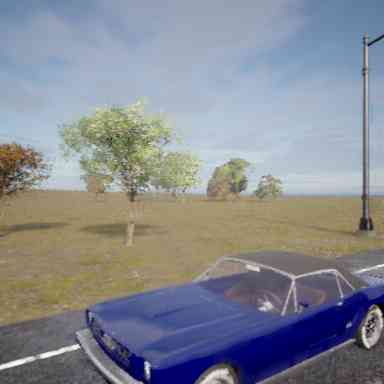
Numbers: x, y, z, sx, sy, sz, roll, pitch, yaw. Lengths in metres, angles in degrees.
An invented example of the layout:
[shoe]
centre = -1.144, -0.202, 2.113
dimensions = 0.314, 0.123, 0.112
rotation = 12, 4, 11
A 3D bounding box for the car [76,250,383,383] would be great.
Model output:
[car]
centre = 0.946, 1.599, 4.666
dimensions = 4.718, 1.301, 1.895
rotation = 0, 0, -35
